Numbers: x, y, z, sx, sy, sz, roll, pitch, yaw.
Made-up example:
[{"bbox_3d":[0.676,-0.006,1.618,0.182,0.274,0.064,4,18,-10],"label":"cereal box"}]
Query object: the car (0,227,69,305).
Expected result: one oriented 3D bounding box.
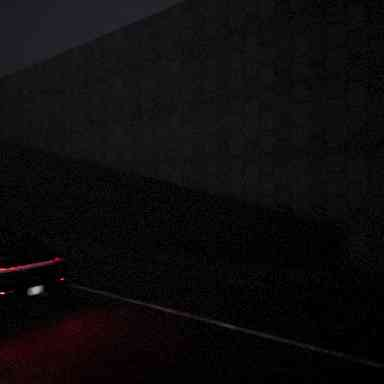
[{"bbox_3d":[-4.719,1.531,7.310,4.902,1.511,2.128,0,0,36],"label":"car"}]
